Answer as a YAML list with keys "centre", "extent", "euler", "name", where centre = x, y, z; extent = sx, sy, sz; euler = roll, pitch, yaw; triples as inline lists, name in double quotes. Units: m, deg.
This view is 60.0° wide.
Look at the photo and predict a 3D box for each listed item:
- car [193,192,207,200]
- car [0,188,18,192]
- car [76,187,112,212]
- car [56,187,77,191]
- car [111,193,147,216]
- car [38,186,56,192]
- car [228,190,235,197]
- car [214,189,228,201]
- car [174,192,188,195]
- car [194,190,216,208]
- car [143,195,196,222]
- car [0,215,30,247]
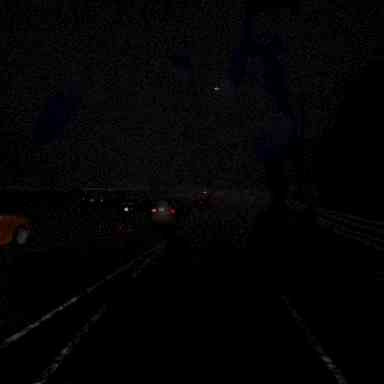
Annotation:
- centre: [1.455, 0.697, 60.948]
  extent: [1.994, 1.385, 4.181]
  euler: [2, 1, 9]
  name: "car"
- centre: [-23.205, 0.144, 40.795]
  extent: [1.994, 1.385, 4.181]
  euler: [2, 1, 10]
  name: "car"
- centre: [-7.506, 0.668, 28.200]
  extent: [2.097, 1.767, 4.553]
  euler: [2, 1, 9]
  name: "car"
- centre: [-20.500, -0.079, 56.870]
  extent: [2.128, 1.511, 4.902]
  euler: [2, 1, 10]
  name: "car"
- centre: [-4.297, 0.964, 26.198]
  extent: [1.837, 1.490, 4.892]
  euler: [2, 1, 9]
  name: "car"
- centre: [-24.097, -0.214, 56.560]
  extent: [1.882, 1.535, 5.008]
  euler: [2, 1, 10]
  name: "car"
- centre: [9.468, 0.640, 87.940]
  extent: [1.994, 1.385, 4.181]
  euler: [2, 1, 9]
  name: "car"
- centre: [4.912, 0.739, 60.394]
  extent: [1.882, 1.535, 5.008]
  euler: [2, 1, 9]
  name: "car"
- centre: [-1.992, 0.606, 61.546]
  extent: [1.895, 1.301, 4.718]
  euler: [2, 1, 9]
  name: "car"
- centre: [1.360, 0.936, 38.948]
  extent: [1.882, 1.535, 5.008]
  euler: [2, 1, 9]
  name: "car"
- centre: [-1.340, 1.162, 22.667]
  extent: [2.033, 1.411, 5.357]
  euler: [2, 1, 9]
  name: "car"
- centre: [-6.990, 1.092, 9.939]
  extent: [1.882, 1.535, 5.008]
  euler: [2, 1, 9]
  name: "car"
